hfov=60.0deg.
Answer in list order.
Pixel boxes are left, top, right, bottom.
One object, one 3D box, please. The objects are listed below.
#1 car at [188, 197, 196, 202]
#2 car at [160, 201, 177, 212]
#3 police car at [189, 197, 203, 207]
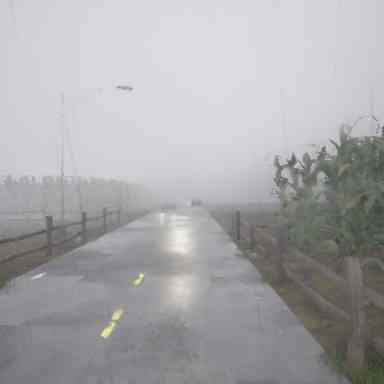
[{"bbox_3d":[0.036,2.025,90.362,2.033,1.411,5.357,0,-1,0],"label":"car"},{"bbox_3d":[-2.825,1.760,40.885,1.895,1.301,4.718,0,0,0],"label":"car"},{"bbox_3d":[0.847,1.694,56.089,1.930,1.638,5.238,0,0,0],"label":"police car"}]
